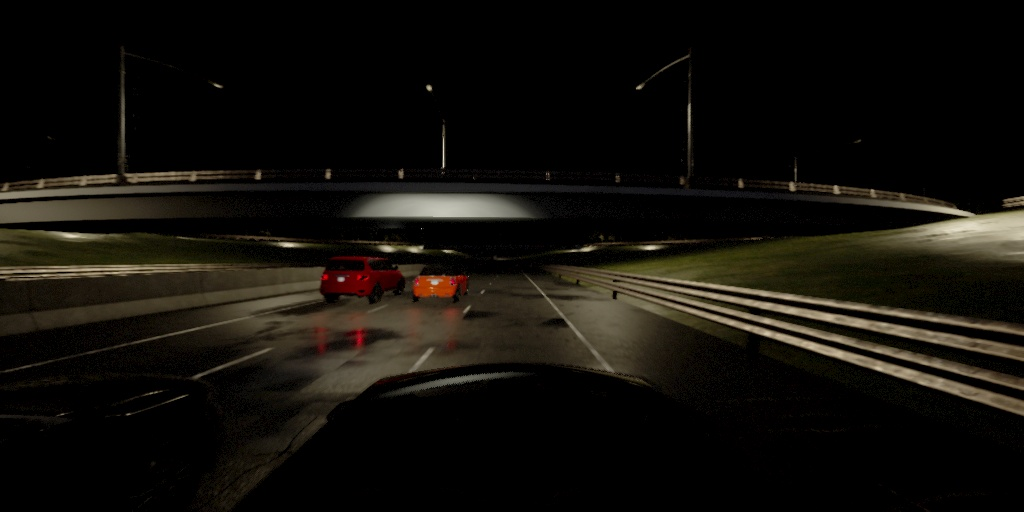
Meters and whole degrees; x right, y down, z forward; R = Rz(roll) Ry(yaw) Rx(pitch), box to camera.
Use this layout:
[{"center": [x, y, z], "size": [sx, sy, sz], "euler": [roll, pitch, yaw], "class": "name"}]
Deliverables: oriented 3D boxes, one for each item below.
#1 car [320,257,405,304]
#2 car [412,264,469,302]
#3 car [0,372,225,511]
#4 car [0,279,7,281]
[{"center": [-6.888, 1.052, 17.127], "size": [2.150, 2.045, 5.566], "euler": [0, 0, 0], "class": "car"}, {"center": [-3.387, 1.201, 17.823], "size": [2.097, 1.767, 4.553], "euler": [0, 0, 0], "class": "car"}, {"center": [-3.383, 1.227, 1.095], "size": [2.128, 1.511, 4.902], "euler": [0, 0, 0], "class": "car"}, {"center": [-17.592, 1.312, 11.002], "size": [1.994, 1.385, 4.181], "euler": [0, 0, 0], "class": "car"}]
